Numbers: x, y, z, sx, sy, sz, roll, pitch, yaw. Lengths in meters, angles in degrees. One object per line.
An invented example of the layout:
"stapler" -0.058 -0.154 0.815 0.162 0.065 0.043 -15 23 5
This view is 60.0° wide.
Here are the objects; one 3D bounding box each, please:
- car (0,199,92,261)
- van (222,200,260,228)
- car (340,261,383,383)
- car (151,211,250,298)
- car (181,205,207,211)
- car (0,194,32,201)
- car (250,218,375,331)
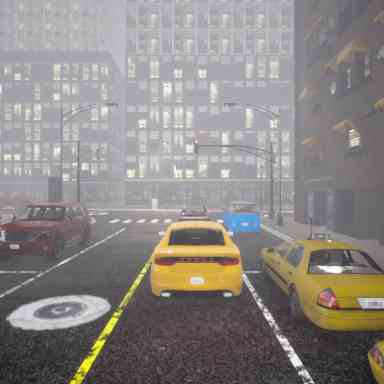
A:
"car" -5.298 1.318 12.457 2.192 1.841 5.009 0 0 0
"van" 2.588 1.346 18.088 1.690 1.788 3.998 0 0 0
"car" 2.570 1.526 1.337 1.752 1.417 4.829 0 0 0
"car" 0.108 1.479 8.588 1.882 1.535 5.008 0 0 0
"car" 0.125 1.497 19.059 2.128 1.511 4.902 0 0 0
"car" -20.833 1.112 38.090 5.009 1.841 2.192 1 -1 0
"car" 2.576 1.527 6.977 1.752 1.417 4.829 0 0 0
